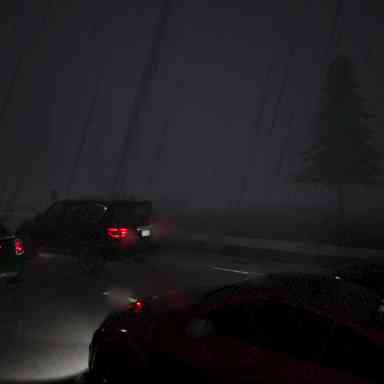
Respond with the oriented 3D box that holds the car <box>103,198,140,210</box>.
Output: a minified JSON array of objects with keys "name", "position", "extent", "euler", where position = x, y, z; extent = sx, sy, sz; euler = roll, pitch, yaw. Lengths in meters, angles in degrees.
[{"name":"car","position":[-9.171,1.526,43.454],"extent":[1.812,1.442,4.674],"euler":[0,0,36]}]

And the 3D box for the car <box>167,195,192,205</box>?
[{"name":"car","position":[-2.136,1.352,59.000],"extent":[2.097,1.767,4.553],"euler":[0,0,36]}]

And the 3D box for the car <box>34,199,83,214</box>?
[{"name":"car","position":[-14.461,1.526,36.210],"extent":[1.812,1.442,4.674],"euler":[0,0,36]}]

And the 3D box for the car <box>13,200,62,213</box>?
[{"name":"car","position":[-17.510,1.601,37.969],"extent":[1.895,1.301,4.718],"euler":[0,0,36]}]

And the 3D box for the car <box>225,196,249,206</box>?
[{"name":"car","position":[7.745,1.564,54.714],"extent":[1.994,1.385,4.181],"euler":[0,0,36]}]

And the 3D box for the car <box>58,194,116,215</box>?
[{"name":"car","position":[-10.946,1.222,35.089],"extent":[2.150,2.045,5.566],"euler":[0,0,36]}]

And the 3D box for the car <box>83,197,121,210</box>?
[{"name":"car","position":[-12.164,1.478,45.293],"extent":[1.882,1.535,5.008],"euler":[0,0,36]}]

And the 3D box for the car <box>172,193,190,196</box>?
[{"name":"car","position":[-2.278,1.222,52.892],"extent":[2.150,2.045,5.566],"euler":[0,0,36]}]

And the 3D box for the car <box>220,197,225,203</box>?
[{"name":"car","position":[7.331,1.497,65.898],"extent":[2.128,1.511,4.902],"euler":[0,0,36]}]

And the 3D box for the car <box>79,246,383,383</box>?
[{"name":"car","position":[0.865,1.564,3.371],"extent":[4.181,1.385,1.994],"euler":[0,0,35]}]

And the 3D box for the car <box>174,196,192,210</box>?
[{"name":"car","position":[-2.344,1.564,40.934],"extent":[1.994,1.385,4.181],"euler":[0,0,36]}]

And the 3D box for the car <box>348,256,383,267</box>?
[{"name":"car","position":[4.734,1.478,4.913],"extent":[5.008,1.535,1.882],"euler":[0,0,35]}]

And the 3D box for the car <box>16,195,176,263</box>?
[{"name":"car","position":[-3.445,1.221,10.706],"extent":[5.566,2.045,2.150],"euler":[0,0,36]}]

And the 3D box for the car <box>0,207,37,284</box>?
[{"name":"car","position":[-6.191,1.352,8.366],"extent":[4.553,1.767,2.097],"euler":[0,0,36]}]
